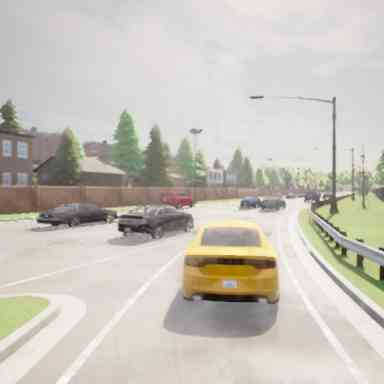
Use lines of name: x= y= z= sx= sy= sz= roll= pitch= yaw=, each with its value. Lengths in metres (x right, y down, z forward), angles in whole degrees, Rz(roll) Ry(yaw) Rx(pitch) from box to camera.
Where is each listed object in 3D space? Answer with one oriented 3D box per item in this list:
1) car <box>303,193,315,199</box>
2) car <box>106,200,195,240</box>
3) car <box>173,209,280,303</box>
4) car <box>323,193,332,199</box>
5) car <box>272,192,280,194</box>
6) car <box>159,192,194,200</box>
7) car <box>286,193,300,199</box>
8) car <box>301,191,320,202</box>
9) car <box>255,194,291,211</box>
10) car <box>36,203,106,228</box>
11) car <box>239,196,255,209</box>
car: x=28.461 y=0.955 z=80.854 sx=1.882 sy=1.535 sz=5.008 roll=0 pitch=0 yaw=28
car: x=-1.623 y=1.381 z=16.475 sx=2.128 sy=1.511 sz=4.902 roll=0 pitch=1 yaw=28
car: x=0.955 y=1.423 z=8.179 sx=1.882 sy=1.535 sz=5.008 roll=0 pitch=0 yaw=7
car: x=34.595 y=0.954 z=84.948 sx=1.837 sy=1.490 sz=4.892 roll=0 pitch=0 yaw=28
car: x=20.515 y=0.828 z=80.812 sx=2.097 sy=1.767 sz=4.553 roll=0 pitch=0 yaw=28
car: x=-1.716 y=0.963 z=38.701 sx=2.150 sy=2.045 sz=5.566 roll=0 pitch=1 yaw=28
car: x=23.864 y=1.007 z=79.658 sx=1.812 sy=1.442 sz=4.674 roll=0 pitch=0 yaw=28
car: x=22.336 y=0.822 z=61.627 sx=2.150 sy=2.045 sz=5.566 roll=0 pitch=0 yaw=28
car: x=8.951 y=1.252 z=36.405 sx=2.128 sy=1.511 sz=4.902 roll=0 pitch=0 yaw=28
car: x=-7.076 y=1.402 z=21.130 sx=2.033 sy=1.411 sz=5.357 roll=0 pitch=0 yaw=28
car: x=7.332 y=1.257 z=40.822 sx=1.812 sy=1.442 sz=4.674 roll=0 pitch=0 yaw=28
